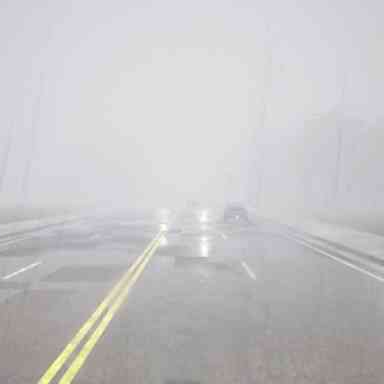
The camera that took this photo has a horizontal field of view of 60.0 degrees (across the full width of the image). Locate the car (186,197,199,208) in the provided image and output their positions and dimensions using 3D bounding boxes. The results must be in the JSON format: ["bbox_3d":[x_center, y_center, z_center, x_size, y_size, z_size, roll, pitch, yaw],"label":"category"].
[{"bbox_3d":[0.087,1.650,50.088,2.128,1.511,4.902,0,0,0],"label":"car"}]

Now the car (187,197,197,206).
[{"bbox_3d":[-0.012,1.757,63.973,1.882,1.535,5.008,0,-1,0],"label":"car"}]

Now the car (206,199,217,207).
[{"bbox_3d":[3.242,1.796,54.634,1.895,1.301,4.718,0,0,0],"label":"car"}]

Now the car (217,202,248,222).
[{"bbox_3d":[3.284,1.536,26.432,1.837,1.490,4.892,0,0,1],"label":"car"}]
